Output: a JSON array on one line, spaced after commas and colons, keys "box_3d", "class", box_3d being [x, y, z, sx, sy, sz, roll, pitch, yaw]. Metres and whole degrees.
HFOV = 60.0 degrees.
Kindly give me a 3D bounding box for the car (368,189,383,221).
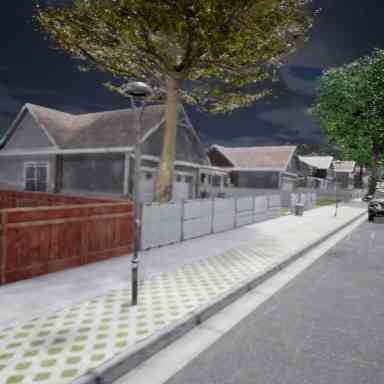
[{"box_3d": [13.066, 0.816, 21.971, 2.150, 2.045, 5.566, 3, 2, 33], "class": "car"}]
